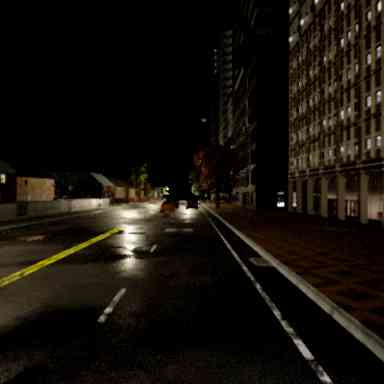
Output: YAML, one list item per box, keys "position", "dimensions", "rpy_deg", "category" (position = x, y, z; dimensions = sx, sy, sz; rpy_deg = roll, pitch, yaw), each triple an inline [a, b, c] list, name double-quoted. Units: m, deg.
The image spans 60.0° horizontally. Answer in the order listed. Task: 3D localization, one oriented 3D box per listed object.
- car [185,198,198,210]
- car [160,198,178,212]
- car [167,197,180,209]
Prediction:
- position: [-0.018, 2.106, 52.155]
  dimensions: [1.994, 1.385, 4.181]
  rpy_deg: [0, -1, 0]
  category: "car"
- position: [-3.265, 1.943, 45.484]
  dimensions: [1.882, 1.535, 5.008]
  rpy_deg: [0, -1, 0]
  category: "car"
- position: [-3.269, 1.807, 55.936]
  dimensions: [2.150, 2.045, 5.566]
  rpy_deg: [0, -1, 0]
  category: "car"
